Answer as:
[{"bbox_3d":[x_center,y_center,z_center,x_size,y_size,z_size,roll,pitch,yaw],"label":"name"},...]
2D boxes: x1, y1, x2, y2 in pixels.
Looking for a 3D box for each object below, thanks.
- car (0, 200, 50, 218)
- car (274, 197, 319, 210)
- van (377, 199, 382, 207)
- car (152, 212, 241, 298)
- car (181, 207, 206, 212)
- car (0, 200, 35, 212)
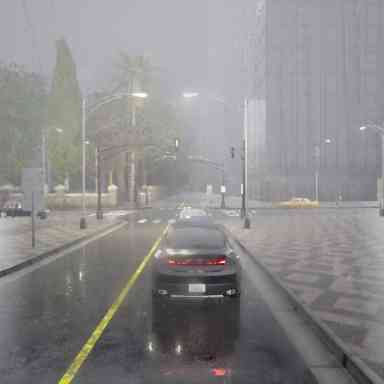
[{"bbox_3d":[-14.959,1.593,29.492,4.403,1.369,2.008,0,1,0],"label":"car"},{"bbox_3d":[11.894,1.293,37.883,4.829,1.417,1.752,-1,1,0],"label":"car"},{"bbox_3d":[23.302,0.987,37.822,3.998,1.788,1.690,-1,1,0],"label":"van"},{"bbox_3d":[0.093,1.500,8.475,1.837,1.490,4.892,0,0,0],"label":"car"},{"bbox_3d":[0.075,1.528,18.206,2.033,1.411,5.357,0,0,1],"label":"car"},{"bbox_3d":[-20.453,1.588,38.046,4.206,1.307,1.802,0,1,0],"label":"car"}]
